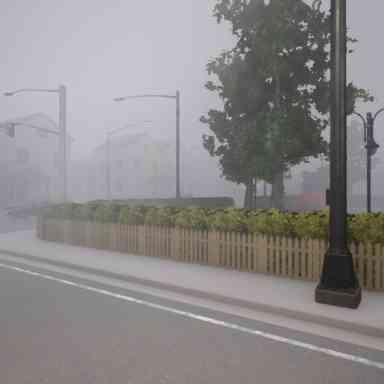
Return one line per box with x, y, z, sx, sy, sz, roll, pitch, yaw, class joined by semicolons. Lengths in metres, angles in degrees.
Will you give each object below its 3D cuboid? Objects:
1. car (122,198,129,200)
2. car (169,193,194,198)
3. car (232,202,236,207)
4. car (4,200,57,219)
-7.707;1.475;37.537;1.882;1.535;5.008;0;0;35;car
-1.748;1.219;46.098;2.150;2.045;5.566;0;0;35;car
4.863;1.562;49.139;1.994;1.385;4.181;0;0;35;car
-13.659;1.490;28.973;2.128;1.511;4.902;0;0;35;car
